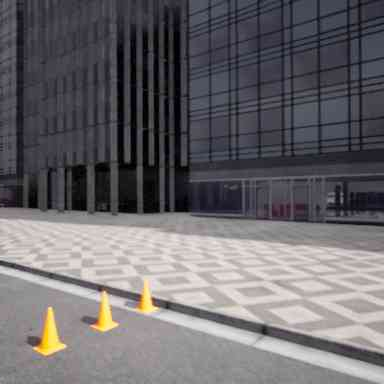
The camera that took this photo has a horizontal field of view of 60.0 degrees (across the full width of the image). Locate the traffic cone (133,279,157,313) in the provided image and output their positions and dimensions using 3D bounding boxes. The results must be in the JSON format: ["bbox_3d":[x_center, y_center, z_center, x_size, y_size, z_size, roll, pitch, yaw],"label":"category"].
[{"bbox_3d":[-0.906,1.989,6.472,0.340,0.580,0.340,0,0,36],"label":"traffic cone"}]

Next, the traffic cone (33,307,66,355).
[{"bbox_3d":[-2.075,1.980,4.849,0.340,0.580,0.340,0,0,36],"label":"traffic cone"}]

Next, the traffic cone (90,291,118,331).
[{"bbox_3d":[-1.491,1.985,5.661,0.340,0.580,0.340,0,0,36],"label":"traffic cone"}]
